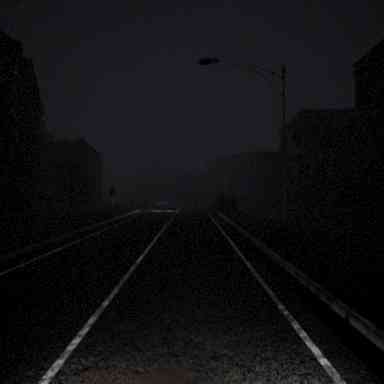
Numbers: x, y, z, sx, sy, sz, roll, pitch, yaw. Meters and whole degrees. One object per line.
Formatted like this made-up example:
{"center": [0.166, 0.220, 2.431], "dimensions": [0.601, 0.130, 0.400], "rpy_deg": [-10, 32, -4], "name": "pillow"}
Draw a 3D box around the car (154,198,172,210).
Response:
{"center": [-3.654, 1.557, 42.711], "dimensions": [1.812, 1.442, 4.674], "rpy_deg": [0, 0, -1], "name": "car"}
